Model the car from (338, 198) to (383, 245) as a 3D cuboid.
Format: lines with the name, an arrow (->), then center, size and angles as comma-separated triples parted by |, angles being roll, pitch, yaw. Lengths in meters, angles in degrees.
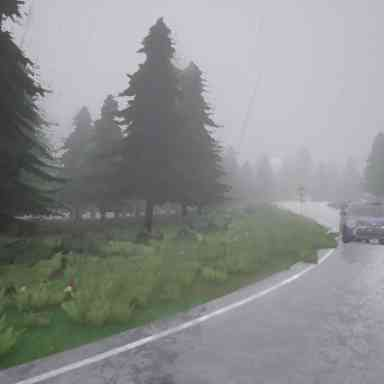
car -> 7.767, 1.250, 14.675 | 2.097, 1.767, 4.553 | 2, 1, 22

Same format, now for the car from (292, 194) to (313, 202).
car -> 18.340, 0.913, 55.028 | 1.895, 1.301, 4.718 | 1, 0, 39

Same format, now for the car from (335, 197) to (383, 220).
car -> 13.920, 1.310, 27.905 | 1.837, 1.490, 4.892 | 4, 1, 3
